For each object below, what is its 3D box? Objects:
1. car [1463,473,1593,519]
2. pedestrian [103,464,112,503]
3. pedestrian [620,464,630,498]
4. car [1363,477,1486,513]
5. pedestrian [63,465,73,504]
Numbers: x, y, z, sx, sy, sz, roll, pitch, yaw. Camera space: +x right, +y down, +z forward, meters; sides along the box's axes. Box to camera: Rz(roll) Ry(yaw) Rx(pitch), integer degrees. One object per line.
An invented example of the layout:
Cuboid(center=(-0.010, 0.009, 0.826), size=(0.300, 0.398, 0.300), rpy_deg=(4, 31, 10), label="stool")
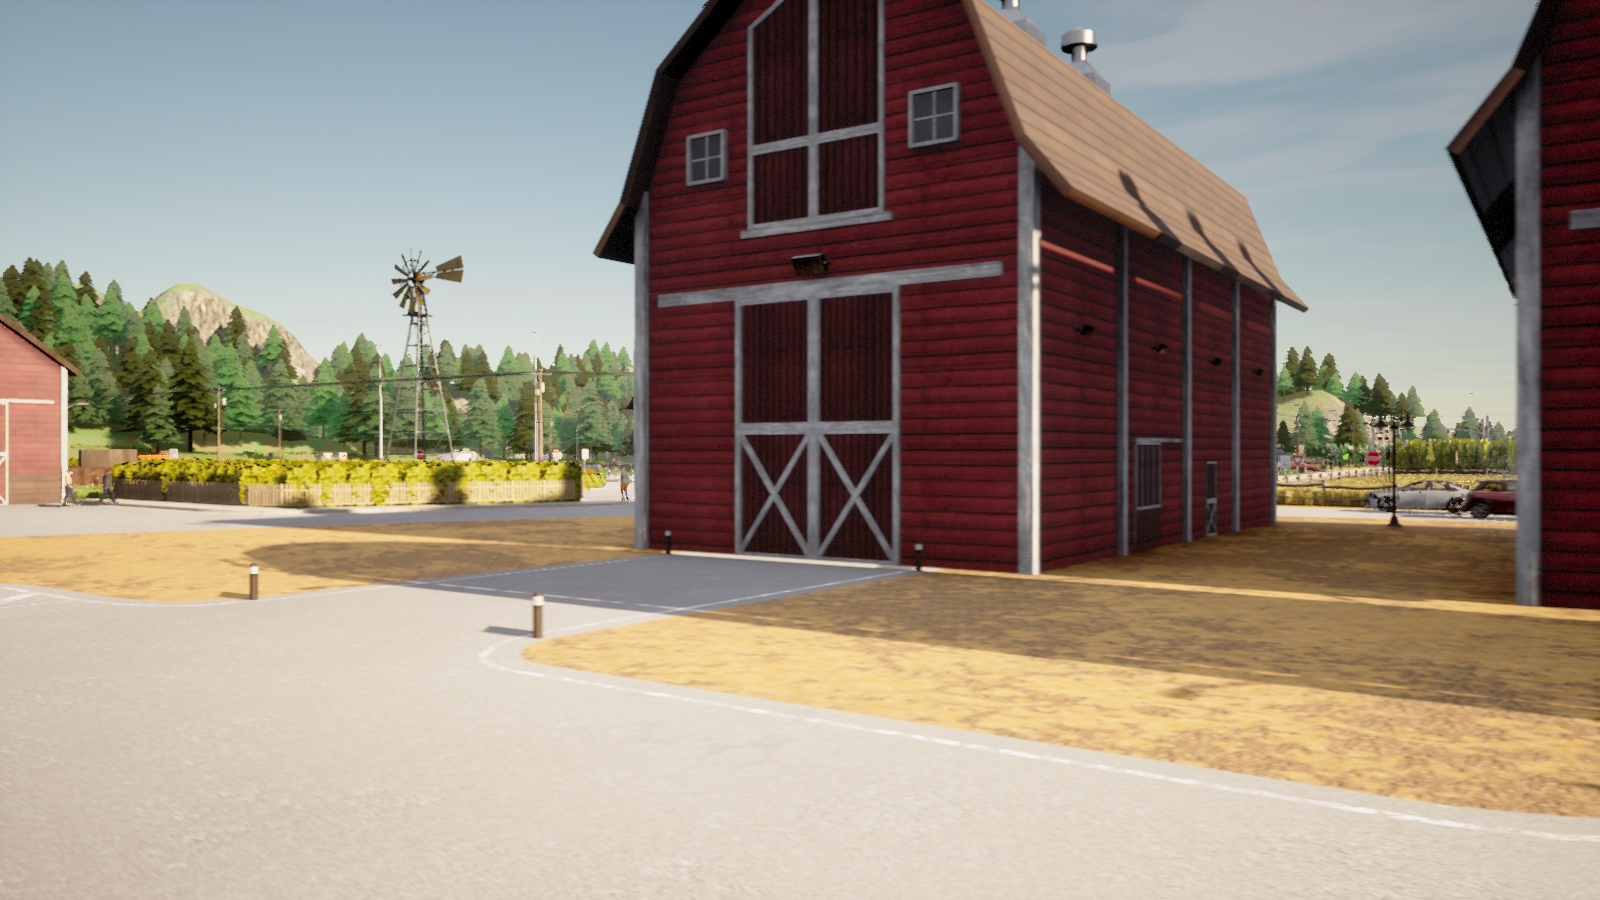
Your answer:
Cuboid(center=(30.777, 1.906, 48.338), size=(4.553, 1.767, 2.097), rpy_deg=(0, 0, 34), label="car")
Cuboid(center=(-33.361, 1.614, 55.037), size=(0.375, 1.860, 0.375), rpy_deg=(0, 0, -36), label="pedestrian")
Cuboid(center=(-9.509, 1.681, 62.101), size=(0.375, 1.860, 0.375), rpy_deg=(0, 0, 25), label="pedestrian")
Cuboid(center=(29.097, 2.048, 53.295), size=(4.902, 1.511, 2.128), rpy_deg=(0, 0, 33), label="car")
Cuboid(center=(-34.451, 1.617, 53.780), size=(0.375, 1.860, 0.375), rpy_deg=(0, 0, -26), label="pedestrian")
